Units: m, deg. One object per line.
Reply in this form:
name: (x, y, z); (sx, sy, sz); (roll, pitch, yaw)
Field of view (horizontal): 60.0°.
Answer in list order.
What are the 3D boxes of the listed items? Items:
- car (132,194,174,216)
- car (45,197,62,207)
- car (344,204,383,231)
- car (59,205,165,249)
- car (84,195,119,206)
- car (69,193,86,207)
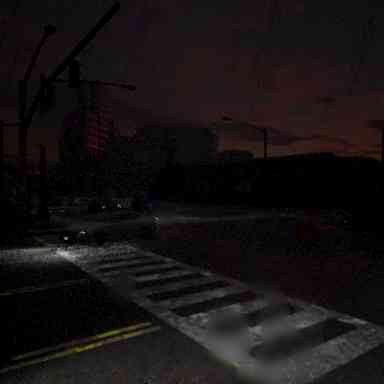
car: (-3.958, 1.213, 32.369); (2.150, 2.045, 5.566); (0, 0, -36)
car: (-21.034, 1.472, 50.270); (1.882, 1.535, 5.008); (0, 0, -35)
car: (11.691, 1.496, 19.697); (4.892, 1.490, 1.837); (0, 1, 14)
car: (-3.542, 1.523, 14.874); (1.812, 1.442, 4.674); (1, 1, 36)
car: (-8.699, 1.347, 32.979); (2.097, 1.767, 4.553); (0, 0, -36)
car: (-17.198, 1.217, 50.904); (2.150, 2.045, 5.566); (0, 0, -35)
